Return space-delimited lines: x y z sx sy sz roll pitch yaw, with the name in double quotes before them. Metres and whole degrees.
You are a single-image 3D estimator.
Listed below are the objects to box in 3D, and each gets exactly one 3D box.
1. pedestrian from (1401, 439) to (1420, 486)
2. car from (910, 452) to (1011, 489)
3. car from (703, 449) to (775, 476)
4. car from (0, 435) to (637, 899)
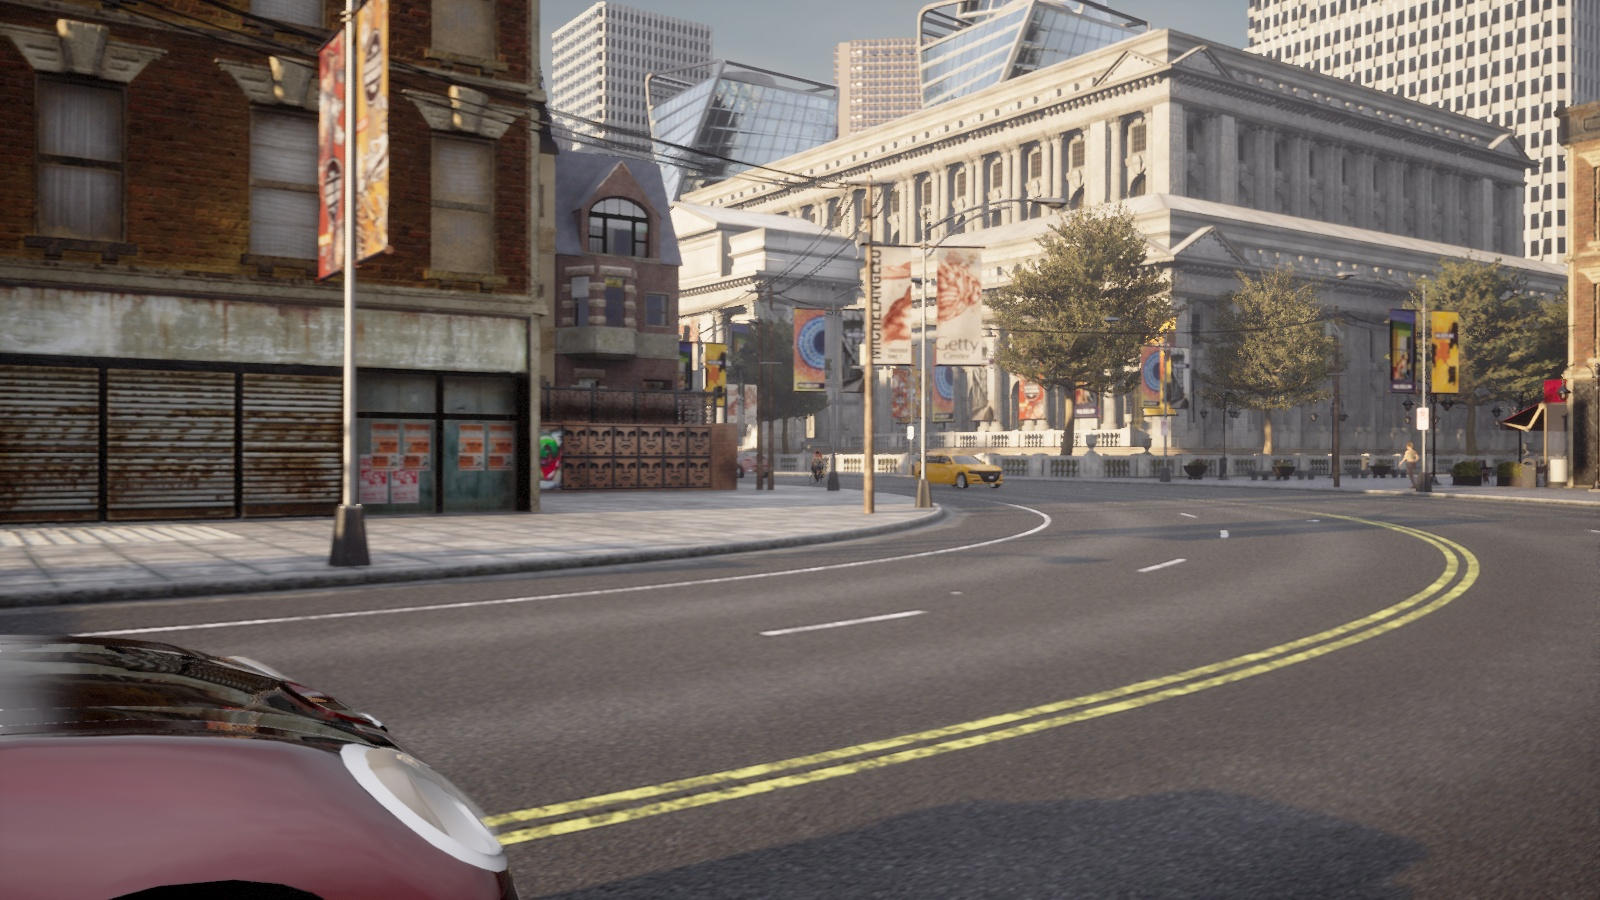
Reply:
"pedestrian" 23.708 0.483 48.757 0.345 1.836 0.594 0 0 -17
"car" 6.921 0.861 54.774 1.882 1.535 5.008 0 0 -27
"car" -3.834 0.753 78.089 2.152 1.651 5.027 0 0 -34
"car" -2.417 0.722 1.974 3.806 1.475 1.970 0 0 -35
